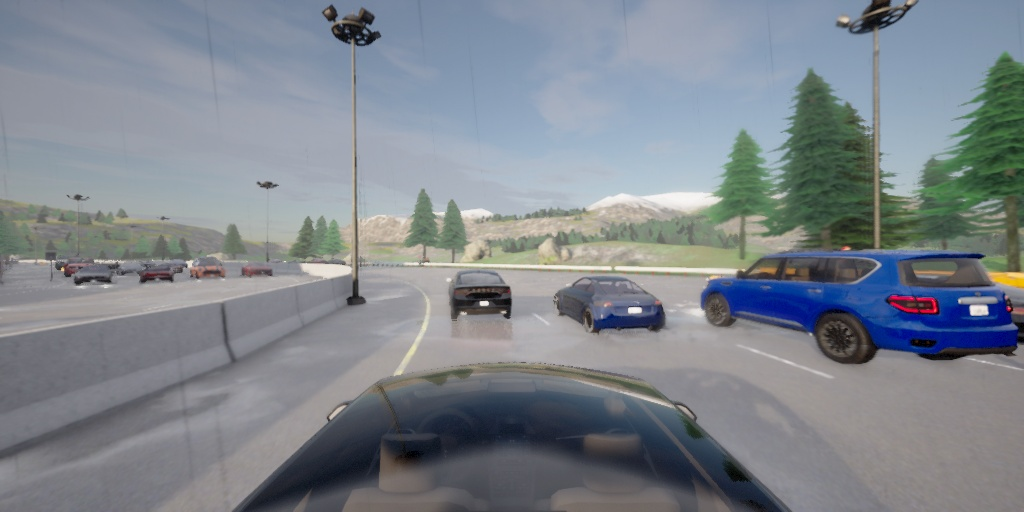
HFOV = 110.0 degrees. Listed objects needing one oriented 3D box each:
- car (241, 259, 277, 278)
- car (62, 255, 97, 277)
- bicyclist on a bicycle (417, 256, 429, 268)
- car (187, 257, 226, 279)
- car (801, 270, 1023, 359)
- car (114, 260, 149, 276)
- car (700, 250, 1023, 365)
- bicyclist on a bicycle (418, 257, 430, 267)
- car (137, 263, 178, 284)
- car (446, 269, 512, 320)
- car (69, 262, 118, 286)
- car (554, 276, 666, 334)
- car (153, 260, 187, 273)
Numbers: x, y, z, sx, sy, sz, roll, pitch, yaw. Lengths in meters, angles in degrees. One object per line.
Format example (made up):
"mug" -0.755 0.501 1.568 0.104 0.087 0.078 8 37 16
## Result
"car" -25.064 1.311 35.227 5.008 1.535 1.882 -1 0 44
"car" -46.882 1.200 39.034 5.566 2.045 2.150 0 0 37
"bicyclist on a bicycle" -15.240 1.006 61.388 0.582 1.620 1.656 1 -23 36
"car" -28.629 1.215 33.776 4.553 1.767 2.097 0 0 42
"car" 10.130 1.181 8.927 1.812 1.442 4.674 0 0 -6
"car" -43.076 1.473 40.581 4.674 1.442 1.812 0 0 36
"car" 6.736 0.904 8.054 2.150 2.045 5.566 0 0 -6
"bicyclist on a bicycle" -14.375 1.003 60.727 0.582 1.620 1.656 1 -20 37
"car" -28.466 1.481 28.875 1.895 1.301 4.718 -1 0 -44
"car" -1.264 1.203 12.690 1.882 1.535 5.008 0 0 -11
"car" -32.455 1.460 27.934 5.357 1.411 2.033 0 0 43
"car" 2.634 1.268 10.565 1.994 1.385 4.181 0 0 -9
"car" -42.453 1.530 44.474 4.718 1.301 1.895 0 0 37
